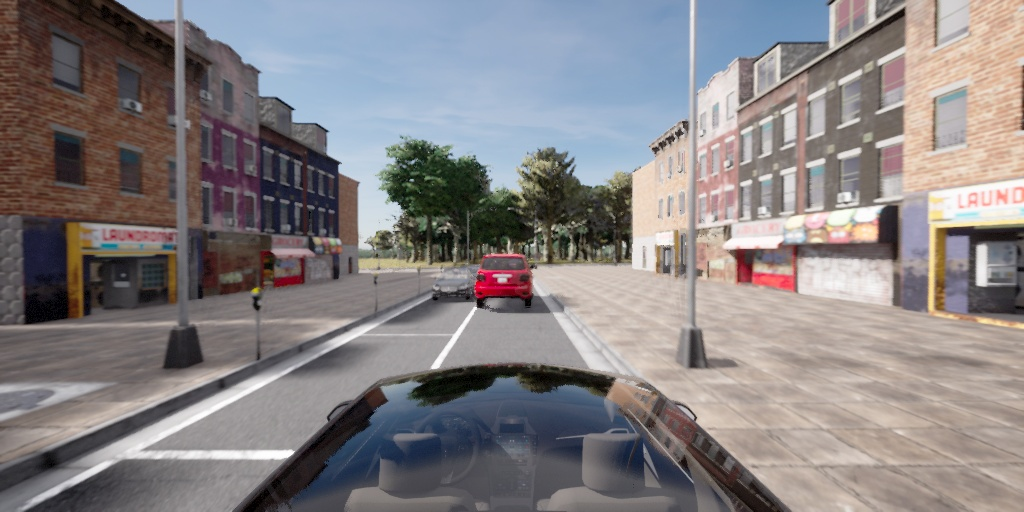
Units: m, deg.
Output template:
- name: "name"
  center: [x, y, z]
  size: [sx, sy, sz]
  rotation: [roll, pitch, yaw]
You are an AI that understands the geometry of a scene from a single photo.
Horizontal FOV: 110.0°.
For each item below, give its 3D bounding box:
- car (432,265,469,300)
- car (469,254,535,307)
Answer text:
- name: "car"
  center: [-2.641, 1.255, 17.161]
  size: [2.007, 1.370, 4.403]
  rotation: [0, 0, 0]
- name: "car"
  center: [-0.215, 0.932, 15.343]
  size: [2.150, 2.045, 5.566]
  rotation: [0, 0, 3]
